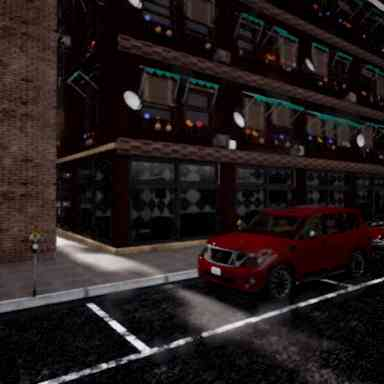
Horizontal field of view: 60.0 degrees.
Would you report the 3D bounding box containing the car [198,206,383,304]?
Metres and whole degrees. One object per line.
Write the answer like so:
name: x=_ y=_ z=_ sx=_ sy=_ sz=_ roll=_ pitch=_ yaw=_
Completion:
car: x=2.552 y=1.324 z=8.377 sx=5.009 sy=1.841 sz=2.192 roll=0 pitch=0 yaw=-36
